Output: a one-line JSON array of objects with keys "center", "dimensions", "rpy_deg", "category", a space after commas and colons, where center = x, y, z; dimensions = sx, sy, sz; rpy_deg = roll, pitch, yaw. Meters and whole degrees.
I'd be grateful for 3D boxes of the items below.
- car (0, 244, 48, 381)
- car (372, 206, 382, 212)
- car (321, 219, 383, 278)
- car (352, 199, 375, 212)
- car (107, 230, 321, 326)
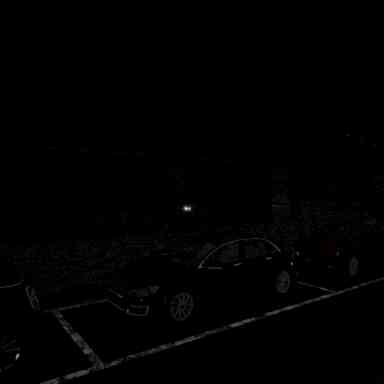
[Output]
[{"center": [-3.995, 1.440, 3.800], "dimensions": [4.097, 1.590, 1.967], "rpy_deg": [0, 0, -36], "category": "car"}, {"center": [9.331, 1.441, 13.309], "dimensions": [4.097, 1.590, 1.967], "rpy_deg": [0, 0, -36], "category": "car"}, {"center": [4.889, 1.545, 10.139], "dimensions": [4.507, 1.381, 1.887], "rpy_deg": [0, 0, -36], "category": "car"}, {"center": [17.793, 1.284, 30.724], "dimensions": [2.033, 1.411, 5.357], "rpy_deg": [0, 1, -38], "category": "car"}, {"center": [0.447, 1.551, 6.970], "dimensions": [4.403, 1.369, 2.008], "rpy_deg": [0, 0, -36], "category": "car"}]
